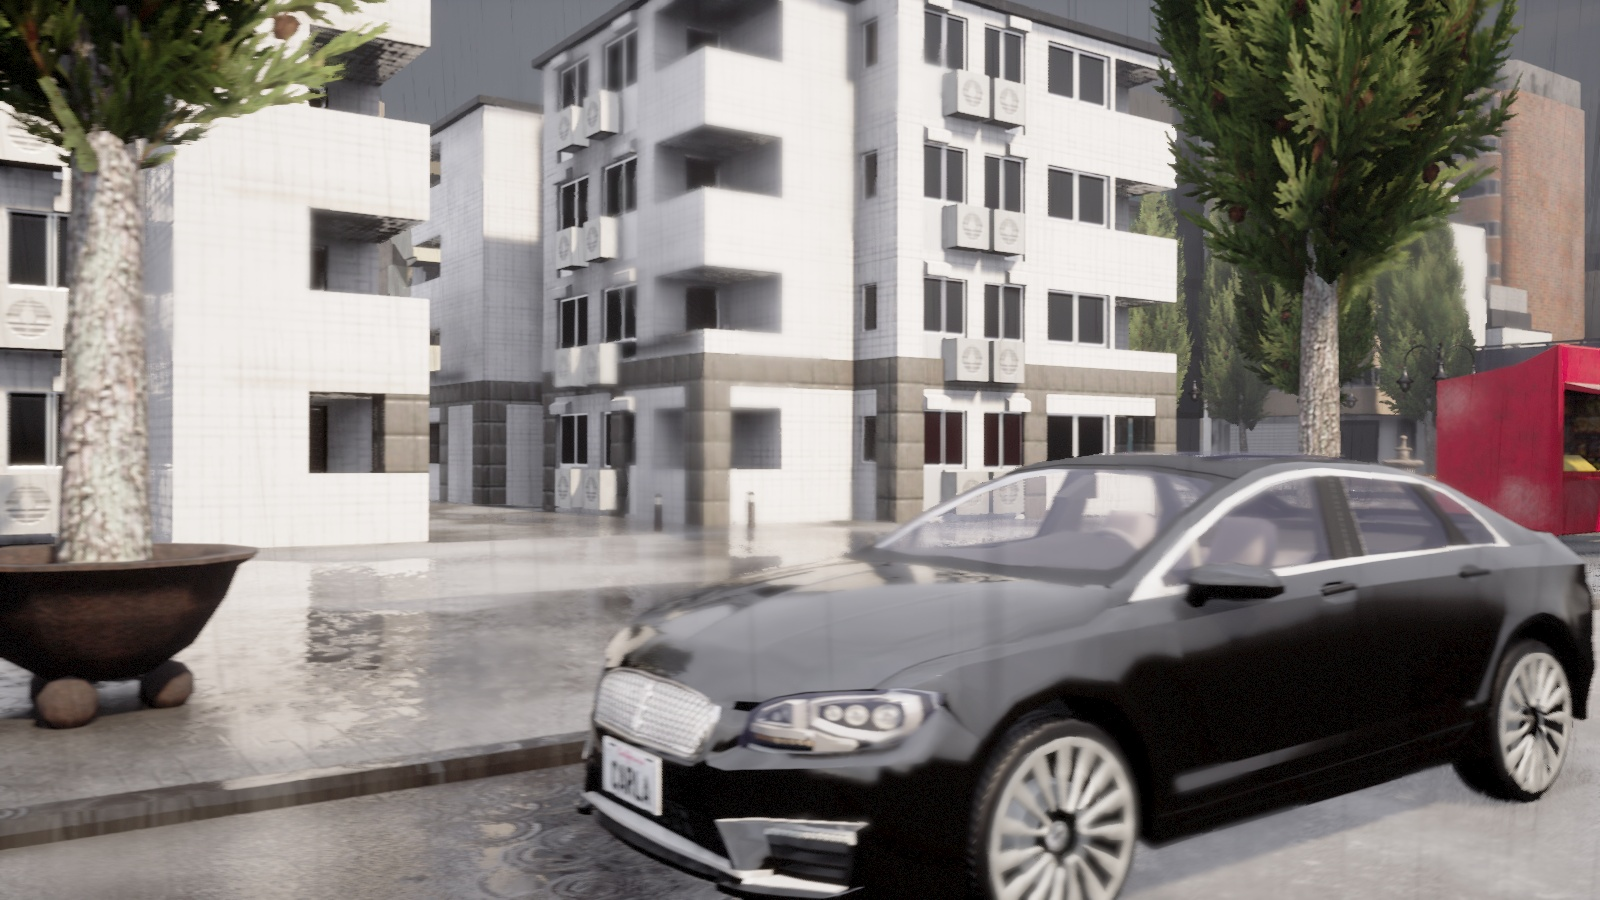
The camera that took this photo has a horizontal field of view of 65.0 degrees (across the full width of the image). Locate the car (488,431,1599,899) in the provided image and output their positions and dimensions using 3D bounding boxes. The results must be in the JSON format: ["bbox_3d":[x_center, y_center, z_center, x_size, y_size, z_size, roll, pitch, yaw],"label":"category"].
[{"bbox_3d":[1.442,0.714,5.271,4.902,1.511,2.128,0,0,-35],"label":"car"}]
